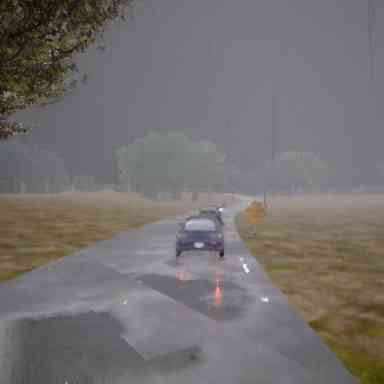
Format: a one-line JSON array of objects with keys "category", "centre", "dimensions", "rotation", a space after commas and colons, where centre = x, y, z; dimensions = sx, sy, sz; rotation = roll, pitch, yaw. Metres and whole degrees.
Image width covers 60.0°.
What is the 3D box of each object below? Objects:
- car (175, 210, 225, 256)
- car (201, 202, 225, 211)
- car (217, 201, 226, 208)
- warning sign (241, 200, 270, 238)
[{"category": "car", "centre": [0.396, 1.700, 13.820], "dimensions": [1.812, 1.442, 4.674], "rotation": [0, -1, 4]}, {"category": "car", "centre": [1.608, 1.918, 28.286], "dimensions": [1.837, 1.490, 4.892], "rotation": [0, 0, 7]}, {"category": "car", "centre": [5.610, 2.519, 65.782], "dimensions": [2.128, 1.511, 4.902], "rotation": [0, -1, 15]}, {"category": "warning sign", "centre": [3.213, 1.343, 16.991], "dimensions": [1.300, 1.860, 1.060], "rotation": [1, 0, 4]}]
